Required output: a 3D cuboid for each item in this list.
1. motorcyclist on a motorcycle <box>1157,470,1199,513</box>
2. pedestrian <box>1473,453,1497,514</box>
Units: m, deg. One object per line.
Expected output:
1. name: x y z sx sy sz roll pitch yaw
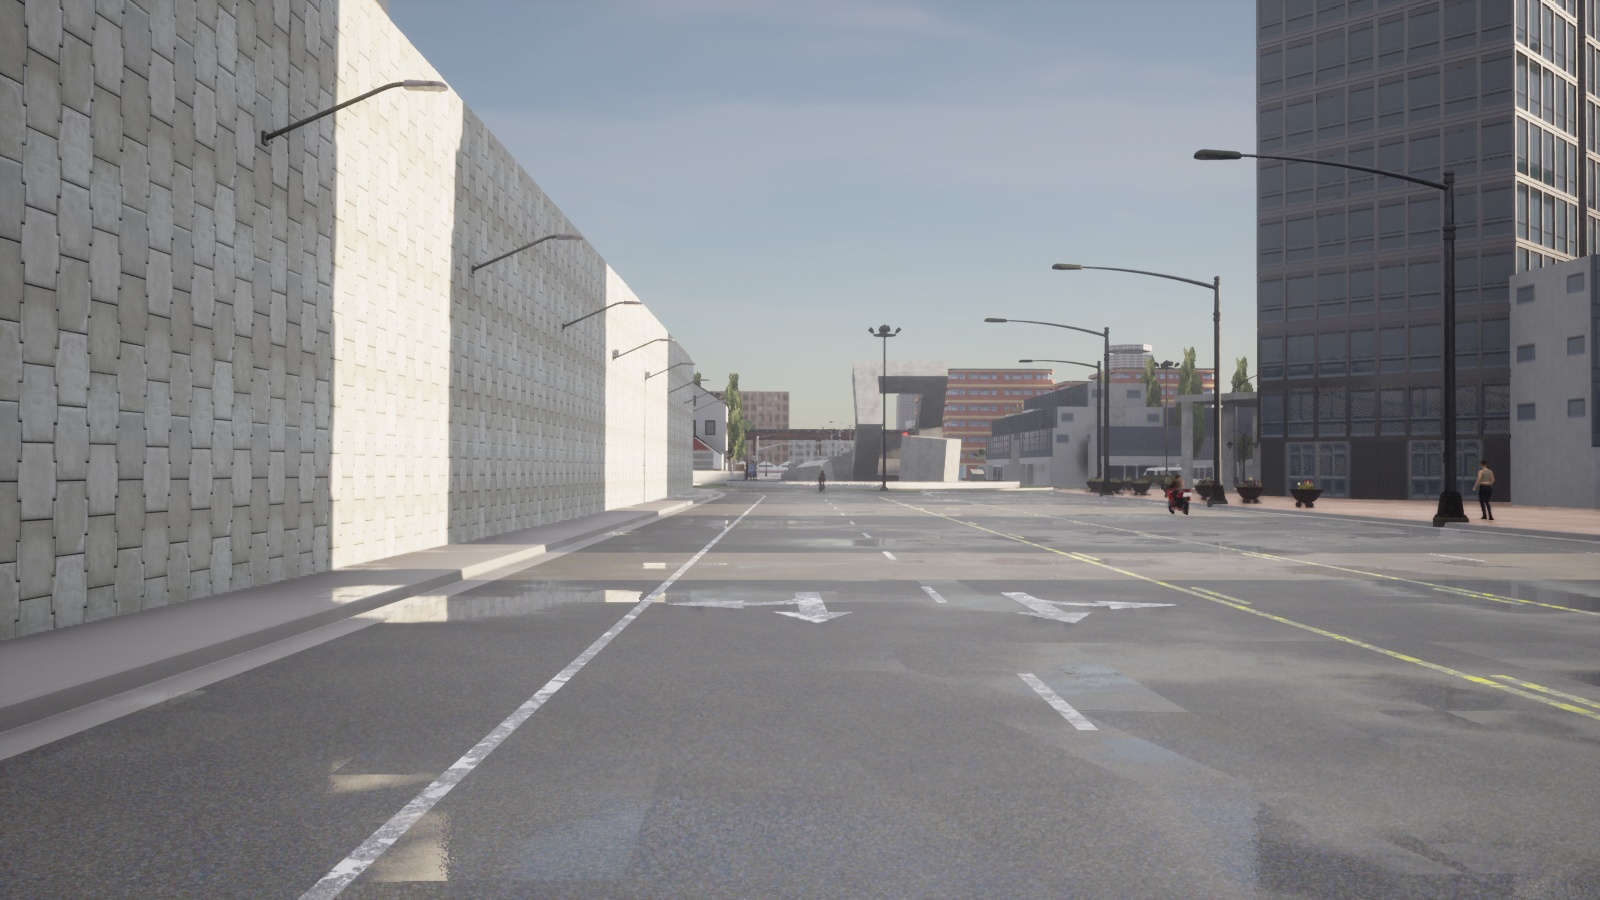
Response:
1. motorcyclist on a motorcycle: 13.847 1.512 46.028 0.797 1.523 2.044 0 -1 -3
2. pedestrian: 20.755 1.024 38.054 0.345 1.836 0.594 0 -1 -1
